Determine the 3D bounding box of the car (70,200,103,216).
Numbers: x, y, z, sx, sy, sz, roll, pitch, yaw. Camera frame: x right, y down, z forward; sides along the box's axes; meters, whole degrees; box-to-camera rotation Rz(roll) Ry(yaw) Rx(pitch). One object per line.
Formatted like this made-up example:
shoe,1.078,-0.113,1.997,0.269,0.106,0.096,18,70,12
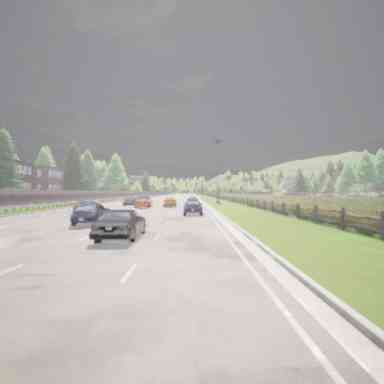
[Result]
car,-10.391,1.574,33.147,1.994,1.385,4.181,0,0,0

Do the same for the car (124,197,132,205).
car,-10.385,1.581,56.959,1.994,1.385,4.181,0,0,0

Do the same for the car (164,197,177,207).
car,-3.387,1.493,53.008,1.882,1.535,5.008,0,0,0

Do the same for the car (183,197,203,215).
car,0.109,1.536,34.146,1.812,1.442,4.674,0,0,0

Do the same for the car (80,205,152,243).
car,-3.398,1.552,16.100,2.033,1.411,5.357,0,0,0

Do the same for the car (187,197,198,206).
car,0.115,1.543,58.035,1.812,1.442,4.674,0,0,0

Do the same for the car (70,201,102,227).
car,-6.894,1.532,22.970,1.812,1.442,4.674,0,0,0

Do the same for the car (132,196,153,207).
car,-6.886,1.366,48.182,2.097,1.767,4.553,0,0,0
